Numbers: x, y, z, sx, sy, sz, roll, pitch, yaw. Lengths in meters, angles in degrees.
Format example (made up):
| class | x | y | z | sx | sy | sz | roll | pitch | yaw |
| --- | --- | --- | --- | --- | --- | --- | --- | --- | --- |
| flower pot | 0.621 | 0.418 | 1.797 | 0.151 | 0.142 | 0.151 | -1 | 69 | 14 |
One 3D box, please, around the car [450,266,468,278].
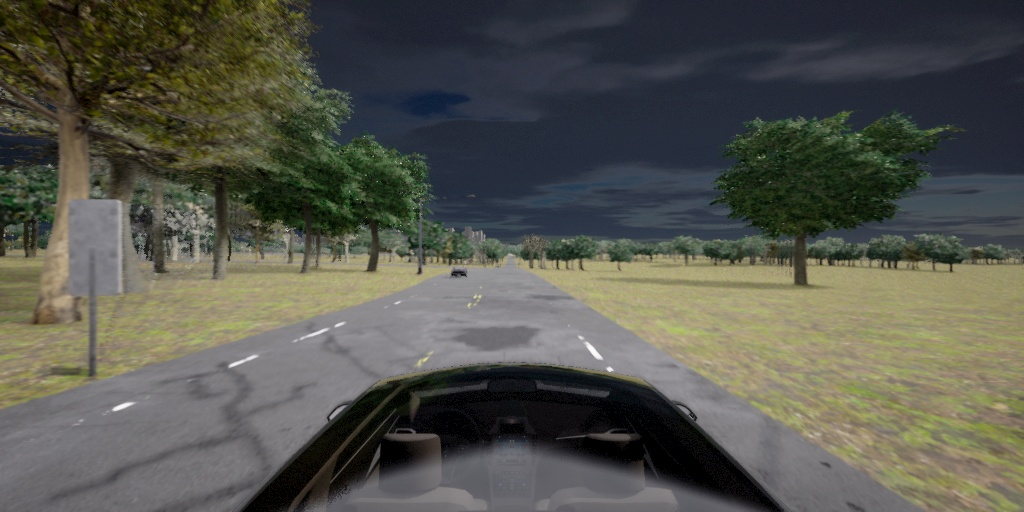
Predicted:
| class | x | y | z | sx | sy | sz | roll | pitch | yaw |
| --- | --- | --- | --- | --- | --- | --- | --- | --- | --- |
| car | -5.953 | 1.819 | 40.675 | 1.895 | 1.301 | 4.718 | 0 | -1 | -6 |
